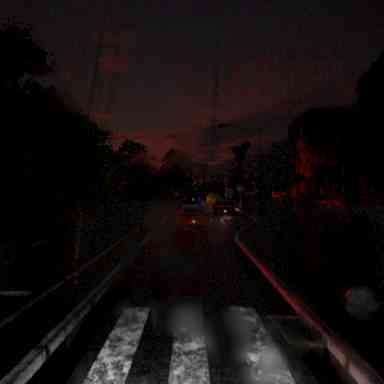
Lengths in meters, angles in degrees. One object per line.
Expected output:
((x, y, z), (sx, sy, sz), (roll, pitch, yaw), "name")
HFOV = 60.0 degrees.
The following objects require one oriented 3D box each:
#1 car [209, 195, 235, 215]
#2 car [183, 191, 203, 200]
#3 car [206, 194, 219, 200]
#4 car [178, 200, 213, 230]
((2.927, 1.352, 31.711), (1.837, 1.490, 4.892), (0, 2, 0), "car")
((0.100, 0.853, 39.874), (2.150, 2.045, 5.566), (0, 1, 0), "car")
((2.989, 0.966, 45.365), (1.882, 1.535, 5.008), (0, 2, 1), "car")
((0.100, 1.506, 21.331), (1.882, 1.535, 5.008), (0, 0, 0), "car")
